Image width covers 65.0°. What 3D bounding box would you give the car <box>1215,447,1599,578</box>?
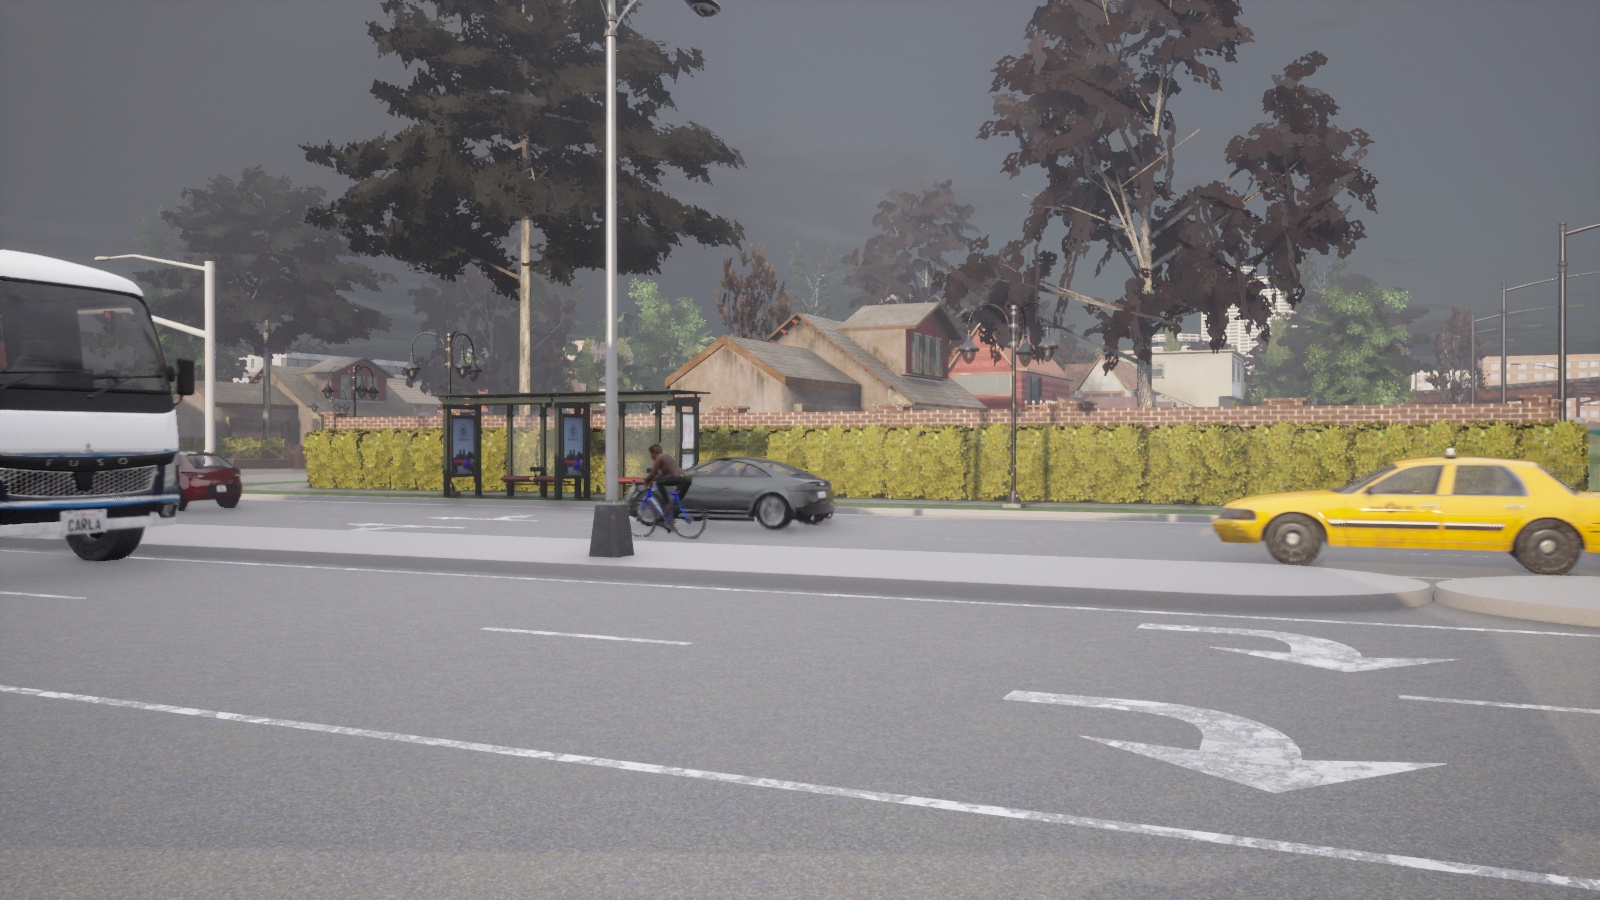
[{"bbox_3d":[8.427,0.750,16.692,5.366,1.575,1.801,0,0,24],"label":"car"}]

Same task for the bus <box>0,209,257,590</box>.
[{"bbox_3d":[-12.973,-0.587,17.608,10.273,4.253,3.944,0,0,24],"label":"bus"}]

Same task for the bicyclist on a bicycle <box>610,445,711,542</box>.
[{"bbox_3d":[-2.404,0.728,21.606,1.656,1.620,0.582,0,0,24],"label":"bicyclist on a bicycle"}]

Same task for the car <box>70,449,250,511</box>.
[{"bbox_3d":[-16.141,0.721,31.679,4.193,1.474,1.816,0,0,24],"label":"car"}]

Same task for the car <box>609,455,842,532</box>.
[{"bbox_3d":[-1.474,0.820,25.027,4.181,1.385,1.994,0,0,24],"label":"car"}]
